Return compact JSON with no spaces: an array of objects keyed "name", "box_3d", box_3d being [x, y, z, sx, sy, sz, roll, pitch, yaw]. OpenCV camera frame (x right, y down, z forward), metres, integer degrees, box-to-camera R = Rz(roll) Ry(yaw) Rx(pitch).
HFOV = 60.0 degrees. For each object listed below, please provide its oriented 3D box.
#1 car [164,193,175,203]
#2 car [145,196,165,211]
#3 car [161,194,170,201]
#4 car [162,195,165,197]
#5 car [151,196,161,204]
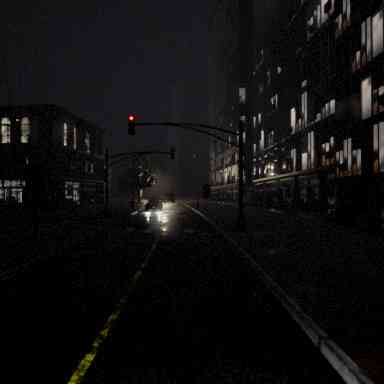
[{"name":"car","box_3d":[-4.836,1.208,69.121,2.150,2.045,5.566,0,0,-8]},{"name":"car","box_3d":[-4.494,1.558,39.692,1.994,1.385,4.181,0,0,-4]},{"name":"car","box_3d":[-6.380,1.336,79.389,1.812,1.442,4.674,0,0,-10]},{"name":"car","box_3d":[-5.436,1.493,50.059,1.837,1.490,4.892,0,0,-6]},{"name":"car","box_3d":[-7.068,1.487,64.718,1.837,1.490,4.892,0,0,-7]}]
